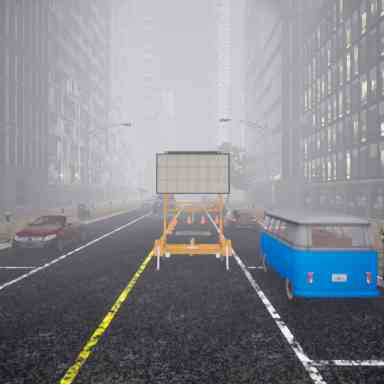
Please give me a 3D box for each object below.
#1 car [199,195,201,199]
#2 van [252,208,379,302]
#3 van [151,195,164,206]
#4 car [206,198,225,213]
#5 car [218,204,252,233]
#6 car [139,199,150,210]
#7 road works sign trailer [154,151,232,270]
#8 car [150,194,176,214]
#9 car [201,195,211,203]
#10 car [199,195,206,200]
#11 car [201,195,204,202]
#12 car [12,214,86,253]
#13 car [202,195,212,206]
[{"bbox_3d":[2.884,1.410,64.878,1.967,1.590,4.097,0,0,0],"label":"car"},{"bbox_3d":[2.712,1.341,7.955,1.690,1.788,3.998,0,0,0],"label":"van"},{"bbox_3d":[-5.531,1.328,53.522,1.690,1.788,3.998,0,0,0],"label":"van"},{"bbox_3d":[2.798,1.581,36.416,1.802,1.307,4.206,0,0,0],"label":"car"},{"bbox_3d":[2.746,1.581,19.338,1.802,1.307,4.206,0,0,0],"label":"car"},{"bbox_3d":[-5.566,1.548,42.137,2.008,1.369,4.403,0,0,0],"label":"car"},{"bbox_3d":[0.031,0.464,10.982,2.380,3.560,2.880,0,0,0],"label":"road works sign trailer"},{"bbox_3d":[-2.894,1.220,36.164,2.150,2.045,5.566,0,0,0],"label":"car"},{"bbox_3d":[2.901,1.401,70.570,1.967,1.590,4.097,0,0,0],"label":"car"},{"bbox_3d":[2.970,1.463,93.341,1.887,1.381,4.507,0,0,0],"label":"car"},{"bbox_3d":[2.849,1.538,53.493,2.008,1.369,4.403,0,0,0],"label":"car"},{"bbox_3d":[-5.652,1.582,13.674,1.802,1.307,4.206,0,0,0],"label":"car"},{"bbox_3d":[2.832,1.544,47.801,2.008,1.369,4.403,0,0,0],"label":"car"}]
